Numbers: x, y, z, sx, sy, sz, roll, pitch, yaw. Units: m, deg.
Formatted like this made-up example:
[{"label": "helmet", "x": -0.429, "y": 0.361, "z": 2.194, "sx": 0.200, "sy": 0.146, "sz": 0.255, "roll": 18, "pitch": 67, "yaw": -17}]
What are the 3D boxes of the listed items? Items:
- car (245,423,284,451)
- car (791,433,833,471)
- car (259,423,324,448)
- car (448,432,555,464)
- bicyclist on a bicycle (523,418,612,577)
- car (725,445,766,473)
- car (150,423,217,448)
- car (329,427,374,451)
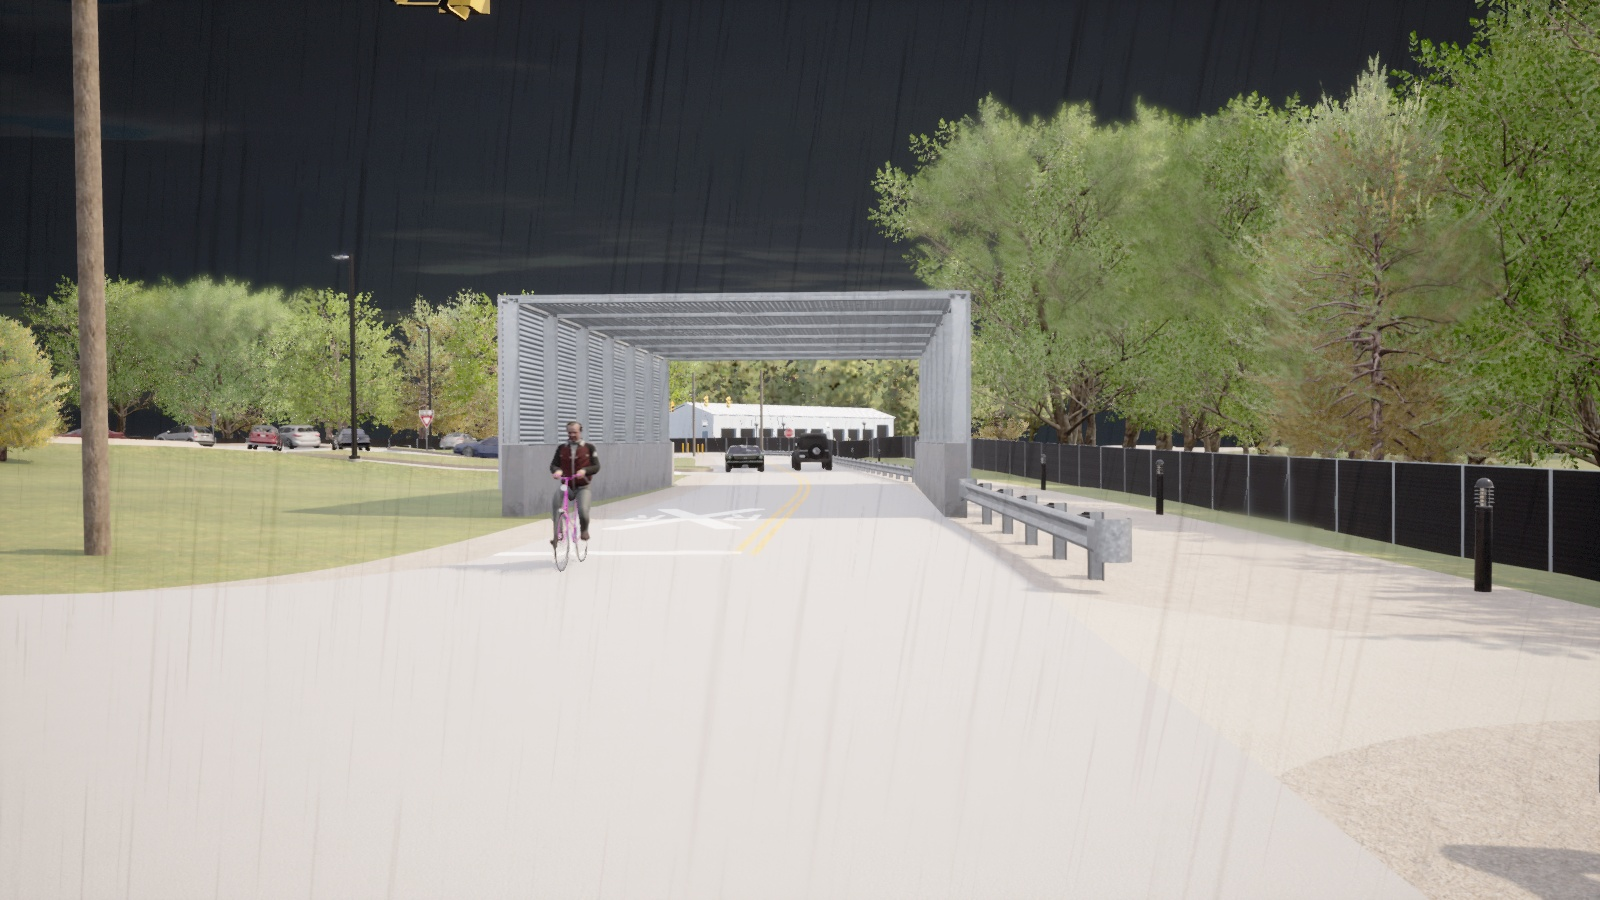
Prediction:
[{"label": "car", "x": -33.401, "y": -0.794, "z": 78.356, "sx": 1.789, "sy": 1.549, "sz": 3.705, "roll": 4, "pitch": -2, "yaw": -18}, {"label": "car", "x": 0.582, "y": 0.070, "z": 64.394, "sx": 1.905, "sy": 1.878, "sz": 3.866, "roll": 0, "pitch": 1, "yaw": -4}, {"label": "car", "x": -35.739, "y": -1.062, "z": 88.231, "sx": 4.611, "sy": 1.667, "sz": 2.242, "roll": 1, "pitch": 2, "yaw": 39}, {"label": "car", "x": -16.520, "y": -0.105, "z": 69.527, "sx": 5.357, "sy": 1.411, "sz": 2.033, "roll": 4, "pitch": 0, "yaw": 12}, {"label": "bicyclist on a bicycle", "x": -2.743, "y": 0.530, "z": 14.996, "sx": 0.659, "sy": 1.776, "sz": 1.843, "roll": 0, "pitch": 0, "yaw": 2}, {"label": "car", "x": -2.705, "y": 0.418, "z": 61.097, "sx": 1.895, "sy": 1.301, "sz": 4.718, "roll": 0, "pitch": 1, "yaw": -4}, {"label": "car", "x": -42.372, "y": -0.996, "z": 86.337, "sx": 3.988, "sy": 1.617, "sz": 1.851, "roll": 1, "pitch": -2, "yaw": 22}, {"label": "car", "x": -27.485, "y": -0.683, "z": 76.896, "sx": 2.033, "sy": 1.411, "sz": 5.357, "roll": -1, "pitch": 1, "yaw": -25}]
